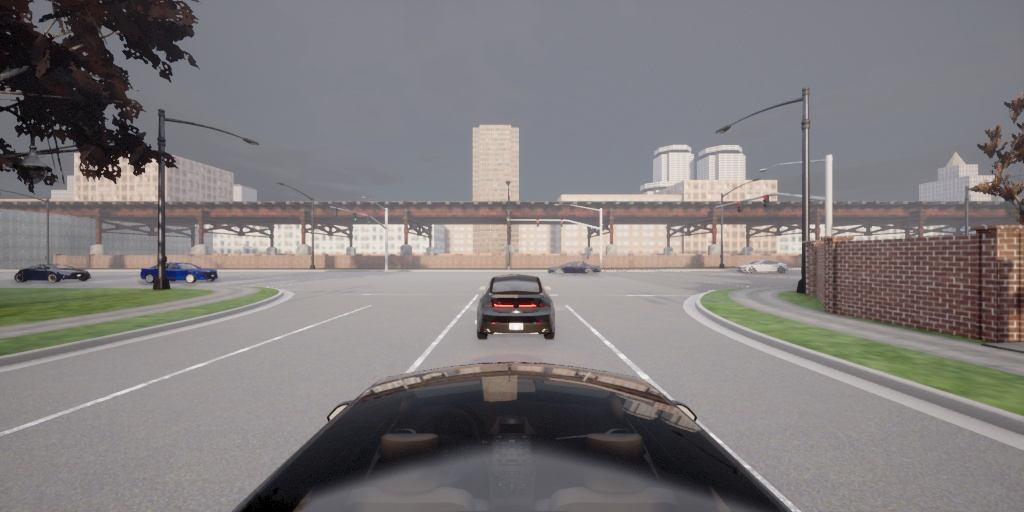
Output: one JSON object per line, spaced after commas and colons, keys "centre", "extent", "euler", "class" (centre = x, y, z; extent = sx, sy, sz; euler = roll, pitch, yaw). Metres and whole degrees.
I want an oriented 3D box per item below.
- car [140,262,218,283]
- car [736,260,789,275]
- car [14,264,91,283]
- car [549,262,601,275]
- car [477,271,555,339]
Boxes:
{"centre": [-25.226, 1.228, 27.291], "extent": [5.008, 1.535, 1.882], "euler": [0, 0, 2], "class": "car"}
{"centre": [25.542, 1.115, 36.631], "extent": [4.674, 1.442, 1.812], "euler": [-1, 0, 2], "class": "car"}
{"centre": [-35.254, 1.314, 27.600], "extent": [4.181, 1.385, 1.994], "euler": [0, 0, 2], "class": "car"}
{"centre": [6.424, 1.277, 37.139], "extent": [5.357, 1.411, 2.033], "euler": [0, 0, 2], "class": "car"}
{"centre": [0.093, 1.256, 10.060], "extent": [1.837, 1.490, 4.892], "euler": [0, 0, 0], "class": "car"}
